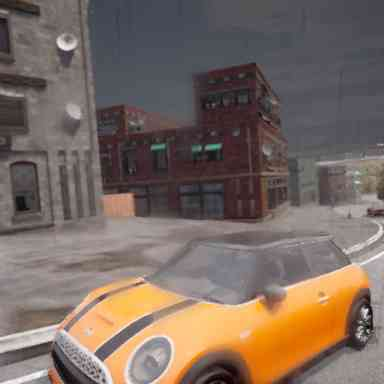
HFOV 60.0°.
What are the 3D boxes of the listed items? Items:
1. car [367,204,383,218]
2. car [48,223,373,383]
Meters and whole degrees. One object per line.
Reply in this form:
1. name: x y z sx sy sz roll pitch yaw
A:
1. car: 22.423 2.262 39.983 1.882 1.535 5.008 -3 -3 17
2. car: 0.571 1.388 4.517 4.553 1.767 2.097 0 -1 -40
